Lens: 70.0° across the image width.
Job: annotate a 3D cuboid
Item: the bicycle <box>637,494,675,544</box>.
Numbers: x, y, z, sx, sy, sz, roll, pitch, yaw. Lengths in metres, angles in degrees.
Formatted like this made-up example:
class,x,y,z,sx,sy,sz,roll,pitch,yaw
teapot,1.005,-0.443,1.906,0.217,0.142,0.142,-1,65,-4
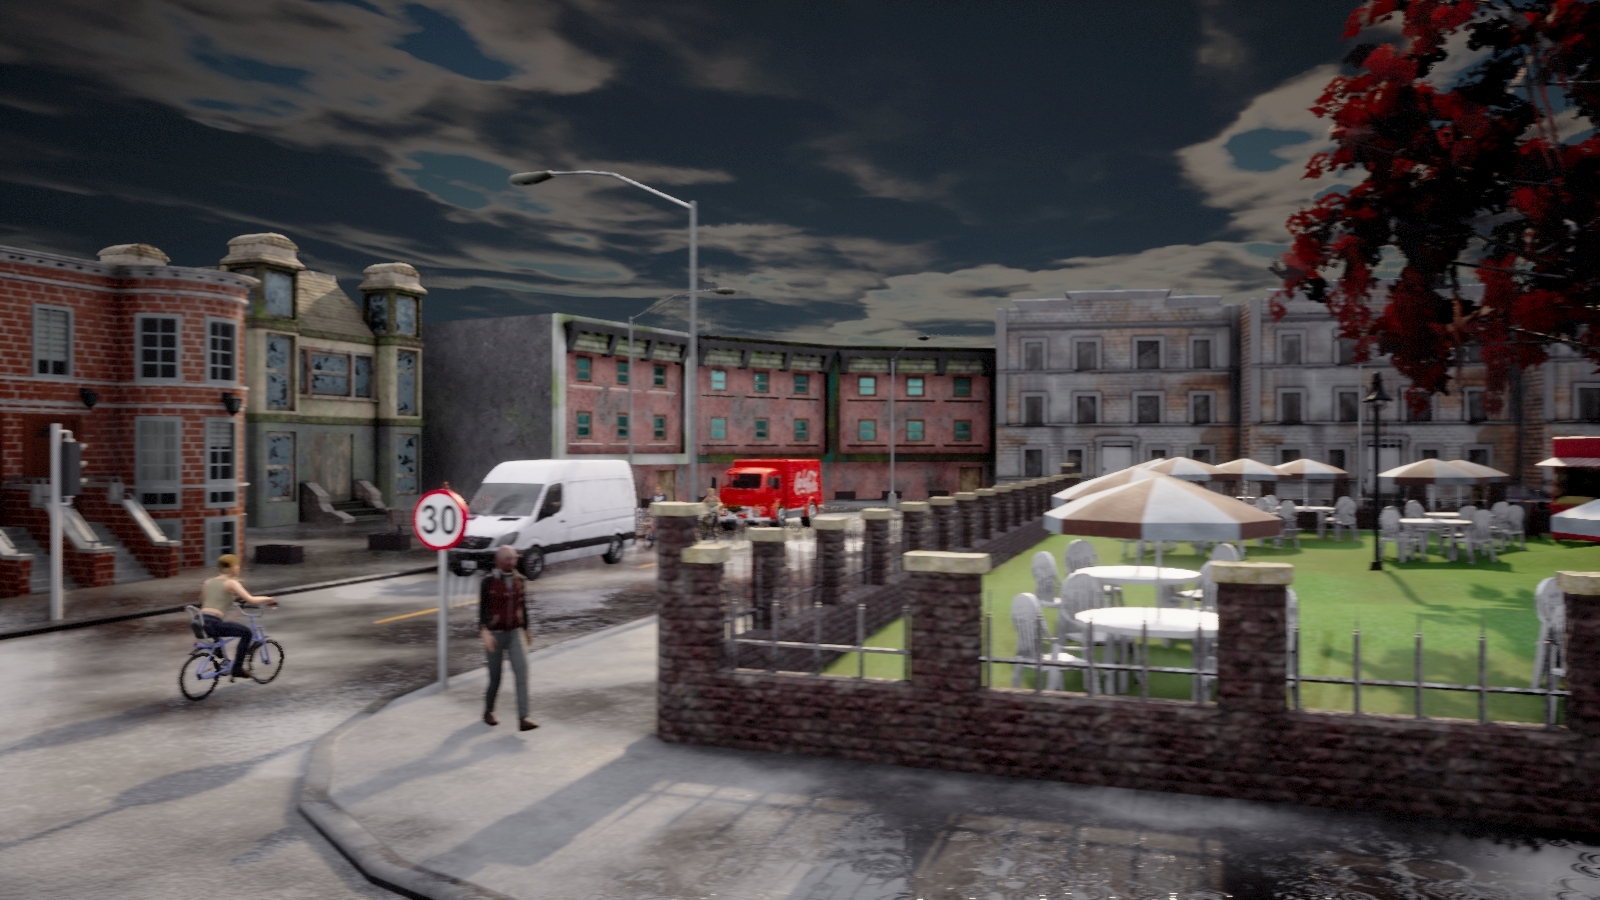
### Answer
class,x,y,z,sx,sy,sz,roll,pitch,yaw
bicycle,-4.042,1.927,32.200,0.373,1.296,1.643,0,0,20

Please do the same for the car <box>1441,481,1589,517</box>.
class,x,y,z,sx,sy,sz,roll,pitch,yaw
car,28.503,1.918,45.741,4.718,1.301,1.895,0,0,19

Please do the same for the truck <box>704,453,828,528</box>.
class,x,y,z,sx,sy,sz,roll,pitch,yaw
truck,-1.105,1.336,40.597,2.627,2.467,5.204,0,0,20

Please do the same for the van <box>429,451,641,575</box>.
class,x,y,z,sx,sy,sz,roll,pitch,yaw
van,-5.983,1.307,26.782,1.988,2.561,5.915,0,0,19

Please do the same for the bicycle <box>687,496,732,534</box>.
class,x,y,z,sx,sy,sz,roll,pitch,yaw
bicycle,-2.814,2.026,35.686,0.859,1.080,1.487,0,0,20

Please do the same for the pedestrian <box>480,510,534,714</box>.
class,x,y,z,sx,sy,sz,roll,pitch,yaw
pedestrian,-2.774,1.513,10.827,0.375,1.860,0.375,0,0,-38
